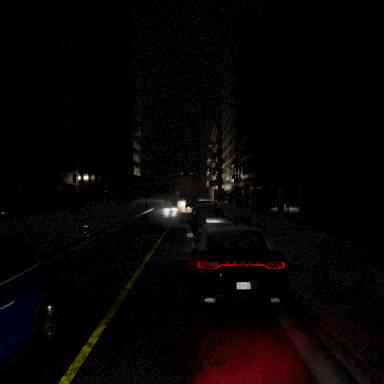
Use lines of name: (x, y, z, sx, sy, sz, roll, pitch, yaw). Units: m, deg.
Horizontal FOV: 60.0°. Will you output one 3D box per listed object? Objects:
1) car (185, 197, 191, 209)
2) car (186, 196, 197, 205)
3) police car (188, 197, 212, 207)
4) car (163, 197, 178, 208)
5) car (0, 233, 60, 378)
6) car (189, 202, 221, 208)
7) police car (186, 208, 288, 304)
car: (-0.003, 1.548, 46.242, 1.837, 1.490, 4.892, 0, 0, 0)
car: (-0.019, 1.555, 59.844, 1.882, 1.535, 5.008, 0, 0, 0)
police car: (0.892, 1.439, 24.372, 1.930, 1.638, 5.238, 0, 0, 0)
car: (-3.016, 1.537, 48.279, 2.128, 1.511, 4.902, 0, 0, 0)
car: (-3.101, 1.352, 3.266, 2.097, 1.767, 4.553, 0, 0, 0)
car: (0.895, 1.514, 18.262, 1.837, 1.490, 4.892, 0, 0, 0)
police car: (0.897, 1.428, 8.372, 1.930, 1.638, 5.238, 0, 0, 0)
